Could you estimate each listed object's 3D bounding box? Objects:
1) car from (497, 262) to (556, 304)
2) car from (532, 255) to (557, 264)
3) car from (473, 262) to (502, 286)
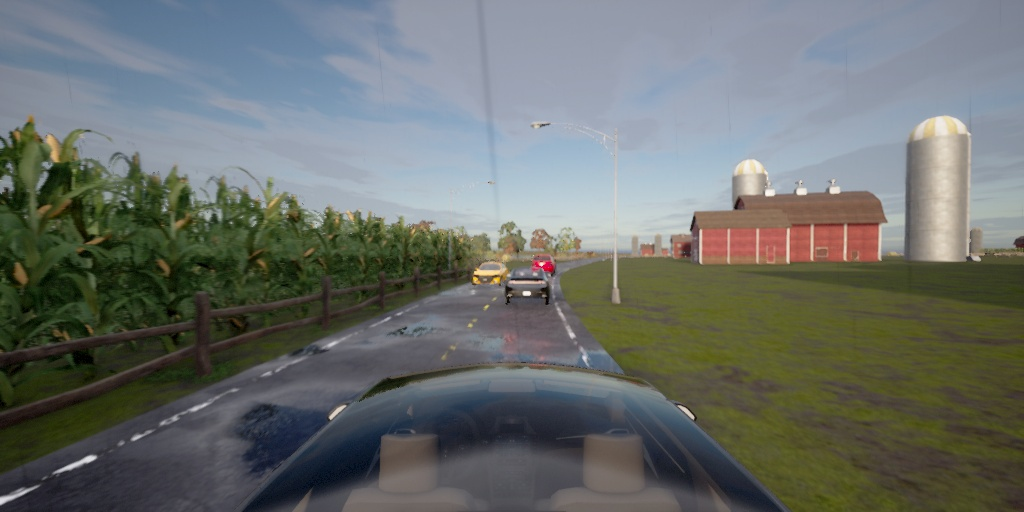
[{"bbox_3d":[0.738,1.223,16.189,2.128,1.511,4.902,0,0,4],"label":"car"},{"bbox_3d":[3.240,0.899,36.131,2.150,2.045,5.566,0,0,10],"label":"car"},{"bbox_3d":[-1.379,1.183,24.773,1.882,1.535,5.008,0,0,7],"label":"car"}]
